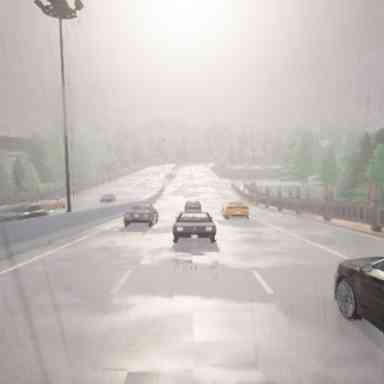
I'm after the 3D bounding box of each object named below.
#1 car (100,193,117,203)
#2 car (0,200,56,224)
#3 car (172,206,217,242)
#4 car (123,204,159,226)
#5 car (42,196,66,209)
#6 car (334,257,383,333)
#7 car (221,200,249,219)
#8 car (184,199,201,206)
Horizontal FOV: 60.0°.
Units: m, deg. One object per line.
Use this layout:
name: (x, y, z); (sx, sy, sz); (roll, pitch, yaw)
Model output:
car: (-13.994, 1.008, 55.793); (1.882, 1.535, 5.008); (0, 3, 0)
car: (-10.570, 1.475, 20.679); (1.837, 1.490, 4.892); (0, 0, 0)
car: (0.103, 1.577, 16.171); (1.895, 1.301, 4.718); (0, 0, 0)
car: (-3.396, 1.512, 22.893); (2.033, 1.411, 5.357); (0, 0, 0)
car: (-17.507, 1.282, 41.657); (2.097, 1.767, 4.553); (0, 0, 0)
car: (3.602, 1.487, 4.381); (2.128, 1.511, 4.902); (0, 0, 0)
car: (3.604, 1.434, 28.349); (1.882, 1.535, 5.008); (0, 0, 0)
car: (0.106, 1.501, 39.570); (1.994, 1.385, 4.181); (0, 0, 0)
